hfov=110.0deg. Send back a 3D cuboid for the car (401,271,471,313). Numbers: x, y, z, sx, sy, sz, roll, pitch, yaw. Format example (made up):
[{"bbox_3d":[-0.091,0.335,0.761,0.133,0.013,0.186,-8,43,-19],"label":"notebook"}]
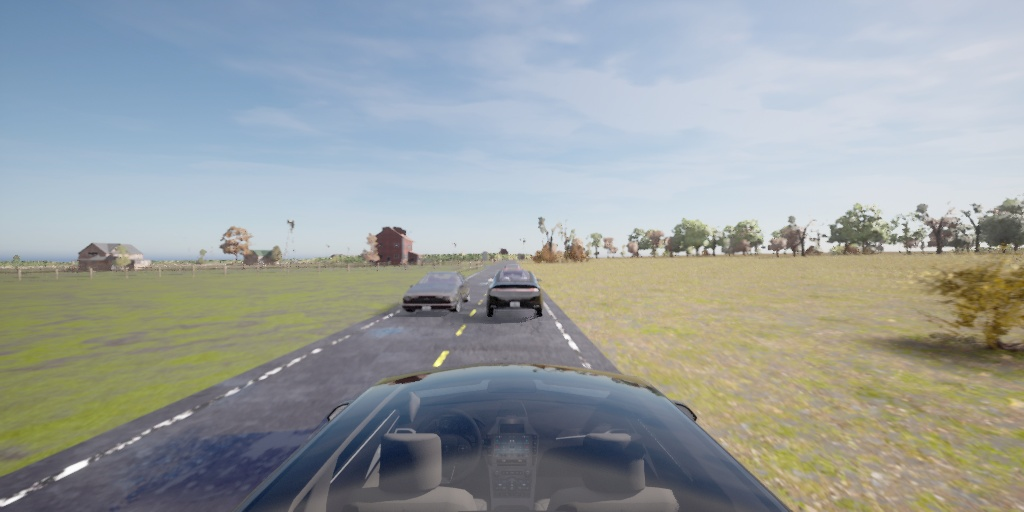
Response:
[{"bbox_3d":[-2.777,1.328,14.378,2.033,1.411,5.357,0,0,0],"label":"car"}]

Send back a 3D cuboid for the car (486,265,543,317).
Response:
[{"bbox_3d":[0.093,1.270,13.372,2.128,1.511,4.902,0,0,0],"label":"car"}]
